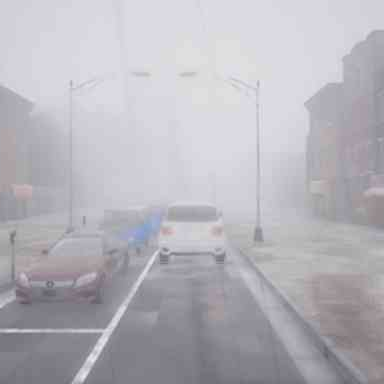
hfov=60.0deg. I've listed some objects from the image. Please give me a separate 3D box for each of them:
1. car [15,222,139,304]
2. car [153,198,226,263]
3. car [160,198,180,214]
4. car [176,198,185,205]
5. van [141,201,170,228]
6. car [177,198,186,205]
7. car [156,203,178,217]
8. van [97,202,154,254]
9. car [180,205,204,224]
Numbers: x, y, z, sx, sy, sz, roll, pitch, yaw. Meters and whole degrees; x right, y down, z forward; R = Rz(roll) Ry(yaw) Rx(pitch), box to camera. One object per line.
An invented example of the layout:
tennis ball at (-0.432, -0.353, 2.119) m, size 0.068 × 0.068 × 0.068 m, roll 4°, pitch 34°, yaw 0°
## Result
car at (-2.637, 1.659, 8.249) m, size 1.802 × 1.307 × 4.206 m, roll 0°, pitch -1°, yaw 0°
car at (0.010, 1.343, 12.587) m, size 2.150 × 2.045 × 5.566 m, roll 0°, pitch 0°, yaw 0°
car at (-2.635, 1.707, 41.035) m, size 2.192 × 1.841 × 5.009 m, roll 0°, pitch -1°, yaw 0°
car at (-2.635, 2.296, 79.180) m, size 1.967 × 1.590 × 4.097 m, roll 0°, pitch -1°, yaw 0°
van at (-2.636, 1.574, 24.644) m, size 1.690 × 1.788 × 3.998 m, roll 0°, pitch -1°, yaw 0°
car at (-2.634, 2.375, 84.868) m, size 1.967 × 1.590 × 4.097 m, roll 0°, pitch -1°, yaw 0°
car at (-2.635, 1.888, 35.570) m, size 2.008 × 1.369 × 4.403 m, roll 0°, pitch -1°, yaw 0°
van at (-2.636, 1.470, 13.716) m, size 1.690 × 1.788 × 3.998 m, roll 0°, pitch -1°, yaw 0°
car at (0.018, 1.868, 28.276) m, size 1.895 × 1.301 × 4.718 m, roll 0°, pitch -1°, yaw 0°
